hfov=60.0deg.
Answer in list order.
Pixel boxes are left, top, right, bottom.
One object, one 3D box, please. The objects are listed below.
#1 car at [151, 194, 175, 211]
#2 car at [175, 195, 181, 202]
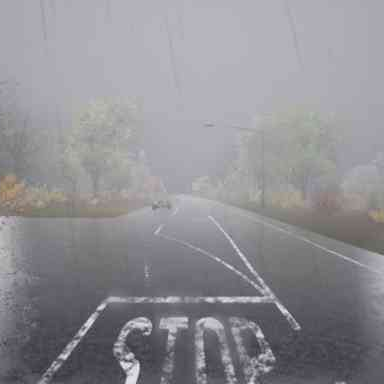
[{"bbox_3d":[-3.627,1.235,40.694,2.150,2.045,5.566,0,0,0],"label":"car"},{"bbox_3d":[-3.659,1.383,77.235,2.097,1.767,4.553,0,0,2],"label":"car"}]
